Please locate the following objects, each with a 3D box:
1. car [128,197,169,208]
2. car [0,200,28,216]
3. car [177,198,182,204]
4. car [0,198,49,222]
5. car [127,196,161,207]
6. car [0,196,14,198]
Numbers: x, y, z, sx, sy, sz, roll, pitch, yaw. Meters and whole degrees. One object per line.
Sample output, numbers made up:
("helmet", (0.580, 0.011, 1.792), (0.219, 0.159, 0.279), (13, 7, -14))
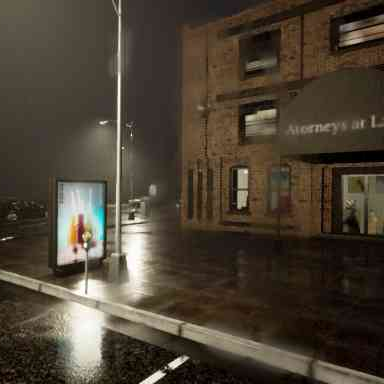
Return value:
("car", (-5.148, 1.315, 42.127), (2.033, 1.411, 5.357), (1, 1, 36))
("car", (-17.740, 1.430, 30.340), (1.895, 1.301, 4.718), (1, 1, 33))
("car", (-0.410, 1.181, 54.074), (1.812, 1.442, 4.674), (1, 1, 37))
("car", (-12.875, 1.424, 25.636), (1.837, 1.490, 4.892), (1, 1, 36))
("car", (-6.521, 1.315, 45.748), (1.895, 1.301, 4.718), (1, 1, 36))
("car", (-16.000, 1.232, 27.128), (2.097, 1.767, 4.553), (1, 1, 35))
